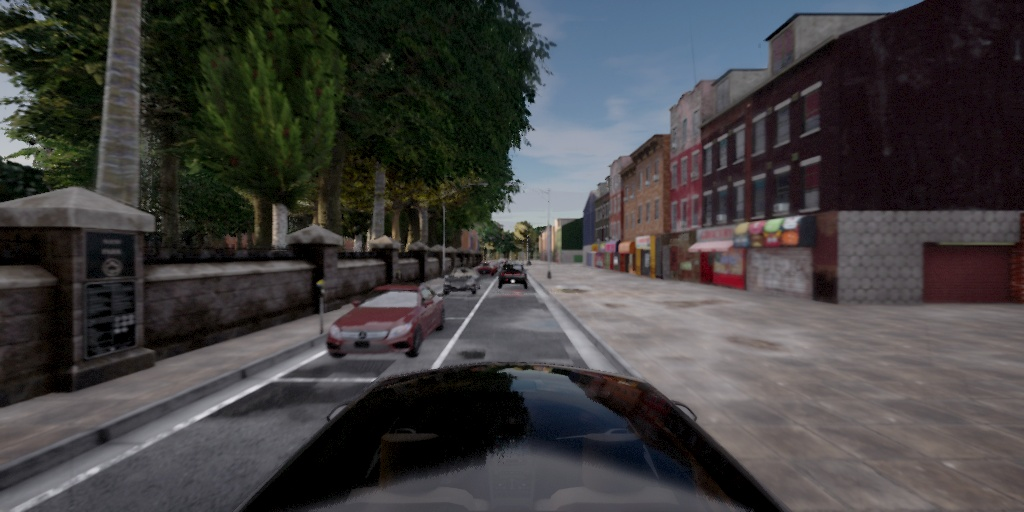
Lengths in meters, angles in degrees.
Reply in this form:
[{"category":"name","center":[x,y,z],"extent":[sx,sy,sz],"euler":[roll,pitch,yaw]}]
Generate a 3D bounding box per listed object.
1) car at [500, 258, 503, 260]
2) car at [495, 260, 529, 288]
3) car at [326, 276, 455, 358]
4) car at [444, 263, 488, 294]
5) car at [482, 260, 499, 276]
[{"category":"car","center":[-2.650,1.309,48.234],"extent":[2.007,1.370,4.403],"euler":[0,0,0]},{"category":"car","center":[0.066,1.243,23.973],"extent":[1.837,1.490,4.892],"euler":[0,1,0]},{"category":"car","center":[-2.640,1.324,8.415],"extent":[1.802,1.307,4.207],"euler":[0,0,0]},{"category":"car","center":[-2.643,1.286,19.792],"extent":[2.007,1.370,4.403],"euler":[0,0,0]},{"category":"car","center":[-2.647,1.289,36.857],"extent":[1.888,1.381,4.507],"euler":[0,0,0]}]
